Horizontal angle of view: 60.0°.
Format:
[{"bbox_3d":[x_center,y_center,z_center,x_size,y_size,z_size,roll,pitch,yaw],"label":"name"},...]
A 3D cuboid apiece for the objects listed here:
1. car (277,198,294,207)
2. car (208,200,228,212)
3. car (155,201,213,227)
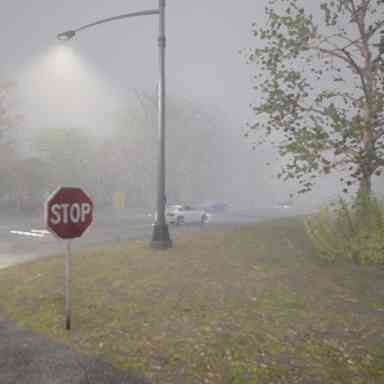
[{"bbox_3d":[16.992,1.846,60.411,1.882,1.535,5.008,0,1,36],"label":"car"},{"bbox_3d":[2.515,1.721,40.485,1.882,1.535,5.008,0,1,36],"label":"car"},{"bbox_3d":[-0.726,1.639,24.124,1.812,1.442,4.674,0,0,36],"label":"car"}]
